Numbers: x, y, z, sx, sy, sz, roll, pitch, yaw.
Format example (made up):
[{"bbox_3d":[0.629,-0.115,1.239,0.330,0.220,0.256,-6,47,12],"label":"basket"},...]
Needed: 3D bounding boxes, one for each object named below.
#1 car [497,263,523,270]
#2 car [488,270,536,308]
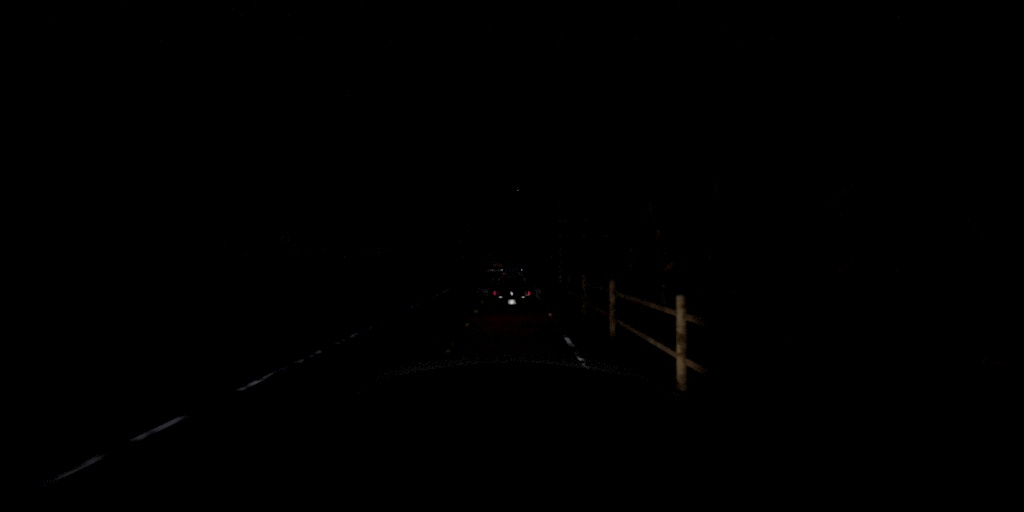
[{"bbox_3d":[-0.008,1.601,31.189,1.994,1.385,4.181,0,-1,0],"label":"car"},{"bbox_3d":[-0.004,1.485,15.955,1.895,1.301,4.718,0,-1,0],"label":"car"}]
